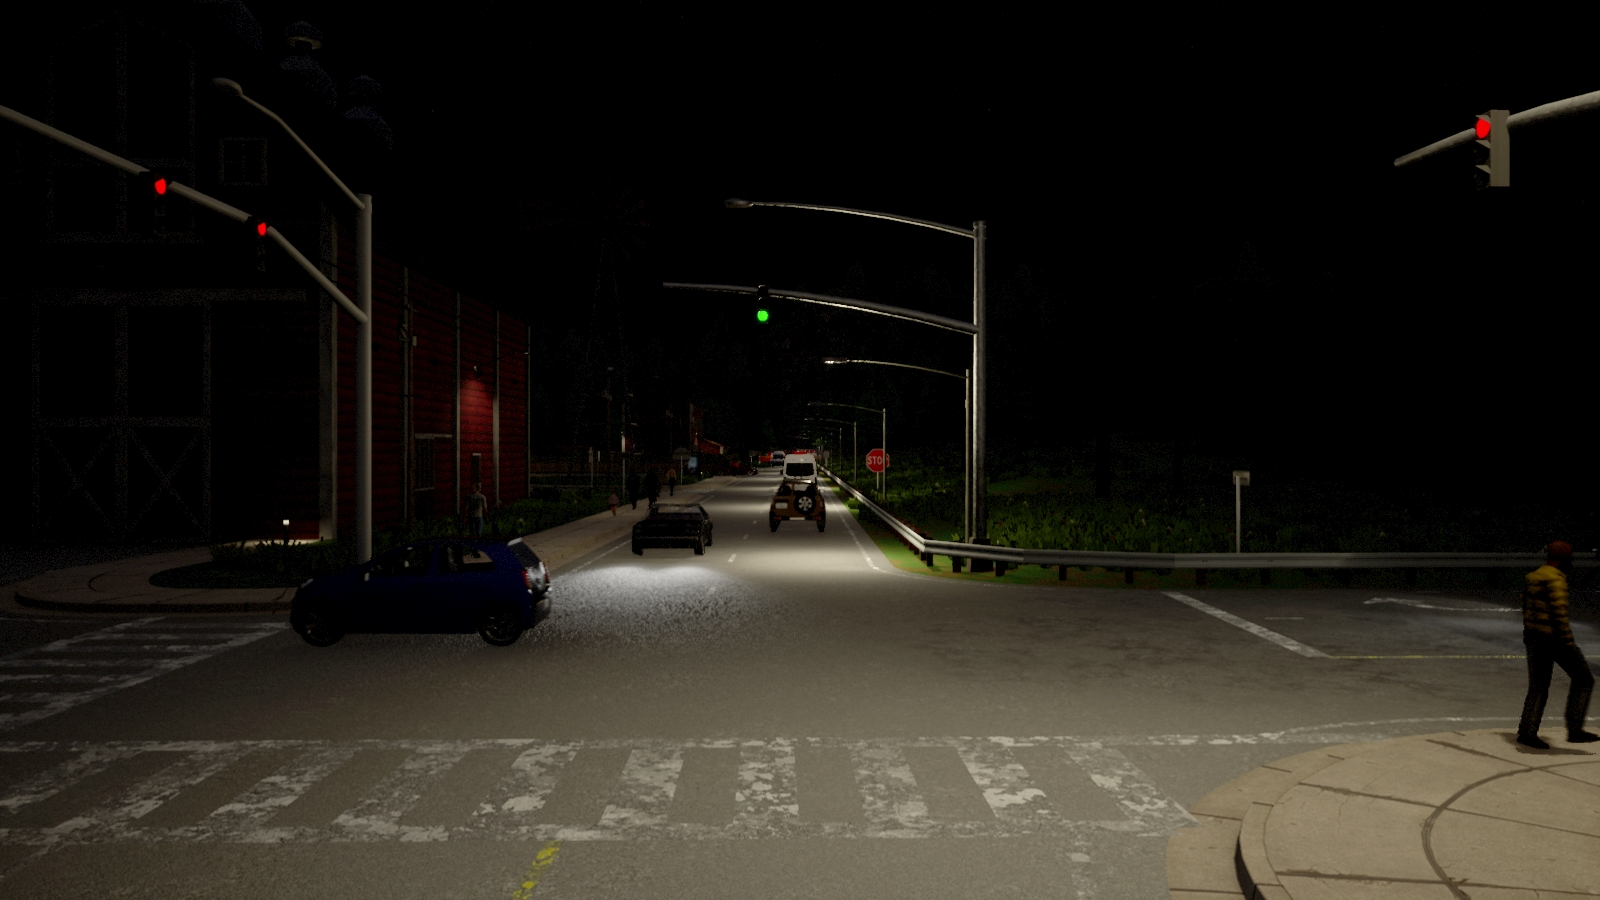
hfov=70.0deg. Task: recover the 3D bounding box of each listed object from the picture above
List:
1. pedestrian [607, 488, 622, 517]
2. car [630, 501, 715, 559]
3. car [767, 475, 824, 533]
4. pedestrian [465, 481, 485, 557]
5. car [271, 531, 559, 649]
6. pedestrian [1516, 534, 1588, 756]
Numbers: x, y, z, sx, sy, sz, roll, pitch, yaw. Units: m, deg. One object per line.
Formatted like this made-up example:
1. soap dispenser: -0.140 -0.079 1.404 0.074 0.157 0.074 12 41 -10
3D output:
1. pedestrian: -7.350 2.082 45.285 0.500 1.100 0.500 0 0 5
2. car: -3.455 2.159 31.745 1.895 1.301 4.718 0 0 0
3. car: -0.124 1.868 40.891 1.932 1.855 4.605 0 0 1
4. pedestrian: -8.002 1.698 28.147 0.375 1.860 0.375 0 0 3
5. car: -5.545 2.021 16.813 3.633 1.501 1.845 0 0 -1
6. pedestrian: 6.516 1.673 9.905 0.375 1.860 0.375 0 0 0
